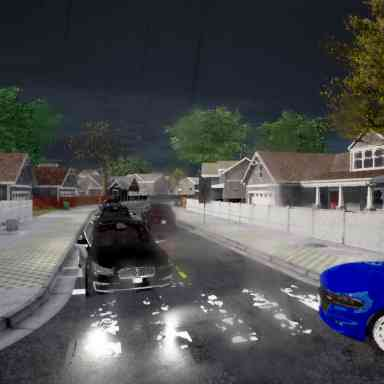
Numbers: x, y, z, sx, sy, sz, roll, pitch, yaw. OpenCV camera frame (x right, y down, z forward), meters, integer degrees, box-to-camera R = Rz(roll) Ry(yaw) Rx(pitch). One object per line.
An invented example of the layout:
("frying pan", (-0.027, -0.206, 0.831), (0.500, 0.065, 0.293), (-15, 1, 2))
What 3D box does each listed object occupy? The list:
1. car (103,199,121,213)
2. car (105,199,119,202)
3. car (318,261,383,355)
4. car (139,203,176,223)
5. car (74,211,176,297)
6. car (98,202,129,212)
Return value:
("car", (-8.940, 1.522, 37.481), (1.812, 1.442, 4.674), (0, 0, -10))
("car", (-6.501, 1.486, 26.958), (2.128, 1.511, 4.902), (0, 0, -14))
("car", (4.515, 1.481, 4.857), (5.008, 1.535, 1.882), (0, 1, 14))
("car", (-2.303, 1.513, 21.984), (1.837, 1.490, 4.892), (0, 0, -15))
("car", (-1.972, 1.496, 8.833), (1.837, 1.490, 4.892), (0, 0, -22))
("car", (-4.159, 1.498, 17.992), (1.837, 1.490, 4.892), (0, 0, -15))
